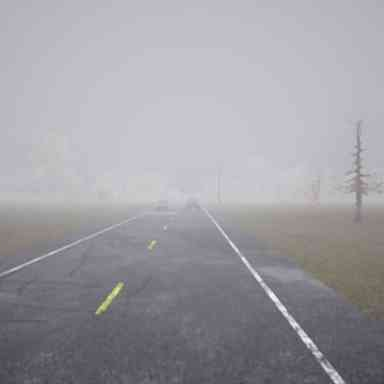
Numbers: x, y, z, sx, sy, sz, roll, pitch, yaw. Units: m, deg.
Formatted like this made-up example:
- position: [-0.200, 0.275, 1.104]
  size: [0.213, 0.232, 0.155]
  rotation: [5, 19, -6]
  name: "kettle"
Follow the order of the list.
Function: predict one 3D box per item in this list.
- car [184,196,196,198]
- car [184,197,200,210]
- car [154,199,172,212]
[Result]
- position: [0.132, 1.548, 62.469]
  size: [2.097, 1.767, 4.553]
  rotation: [0, 0, 0]
  name: "car"
- position: [0.124, 1.743, 44.821]
  size: [1.895, 1.301, 4.718]
  rotation: [0, 0, 0]
  name: "car"
- position: [-3.563, 1.637, 41.309]
  size: [1.837, 1.490, 4.892]
  rotation: [0, 0, 0]
  name: "car"
